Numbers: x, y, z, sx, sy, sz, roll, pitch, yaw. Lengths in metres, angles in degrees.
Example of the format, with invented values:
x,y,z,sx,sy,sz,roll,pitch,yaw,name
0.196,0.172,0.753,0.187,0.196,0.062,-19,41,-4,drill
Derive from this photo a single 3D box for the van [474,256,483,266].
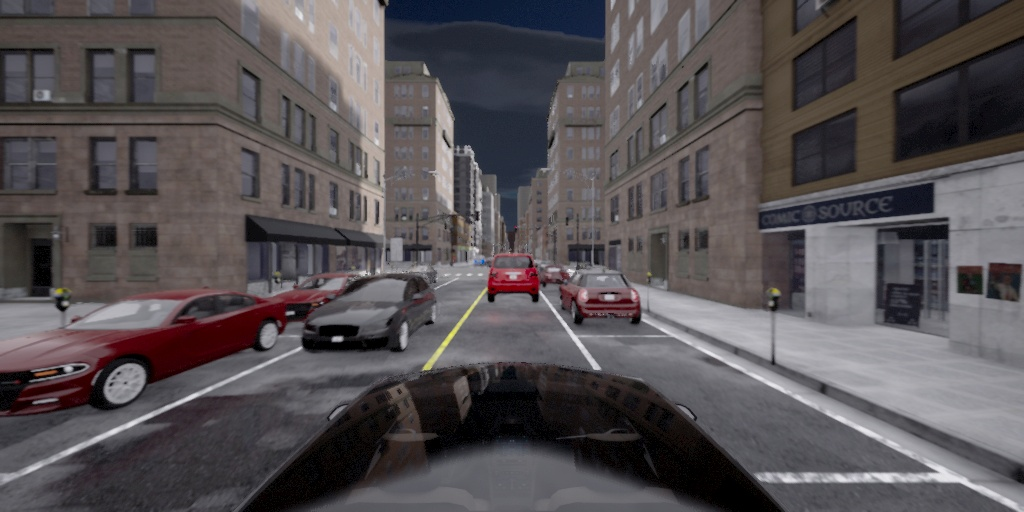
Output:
x,y,z,sx,sy,sz,roll,pitch,yaw,name
-5.720,0.808,63.200,1.690,1.789,3.998,0,0,0,van

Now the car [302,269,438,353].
x,y,z,sx,sy,sz,roll,pitch,yaw,name
-3.100,1.222,8.791,1.837,1.490,4.892,0,0,0,car

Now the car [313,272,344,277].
x,y,z,sx,sy,sz,roll,pitch,yaw,name
-5.859,1.247,11.724,1.888,1.381,4.507,0,0,0,car

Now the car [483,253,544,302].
x,y,z,sx,sy,sz,roll,pitch,yaw,name
0.056,0.900,16.591,2.150,2.045,5.566,0,0,0,car

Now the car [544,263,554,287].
x,y,z,sx,sy,sz,roll,pitch,yaw,name
2.666,1.231,22.922,1.802,1.307,4.207,0,0,0,car

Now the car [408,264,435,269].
x,y,z,sx,sy,sz,roll,pitch,yaw,name
-5.860,1.200,22.916,2.007,1.370,4.403,0,0,0,car

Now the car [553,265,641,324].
x,y,z,sx,sy,sz,roll,pitch,yaw,name
2.667,1.141,11.734,1.967,1.591,4.097,0,0,0,car

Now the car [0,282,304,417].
x,y,z,sx,sy,sz,roll,pitch,yaw,name
-5.858,1.274,6.129,1.888,1.381,4.507,0,0,0,car
